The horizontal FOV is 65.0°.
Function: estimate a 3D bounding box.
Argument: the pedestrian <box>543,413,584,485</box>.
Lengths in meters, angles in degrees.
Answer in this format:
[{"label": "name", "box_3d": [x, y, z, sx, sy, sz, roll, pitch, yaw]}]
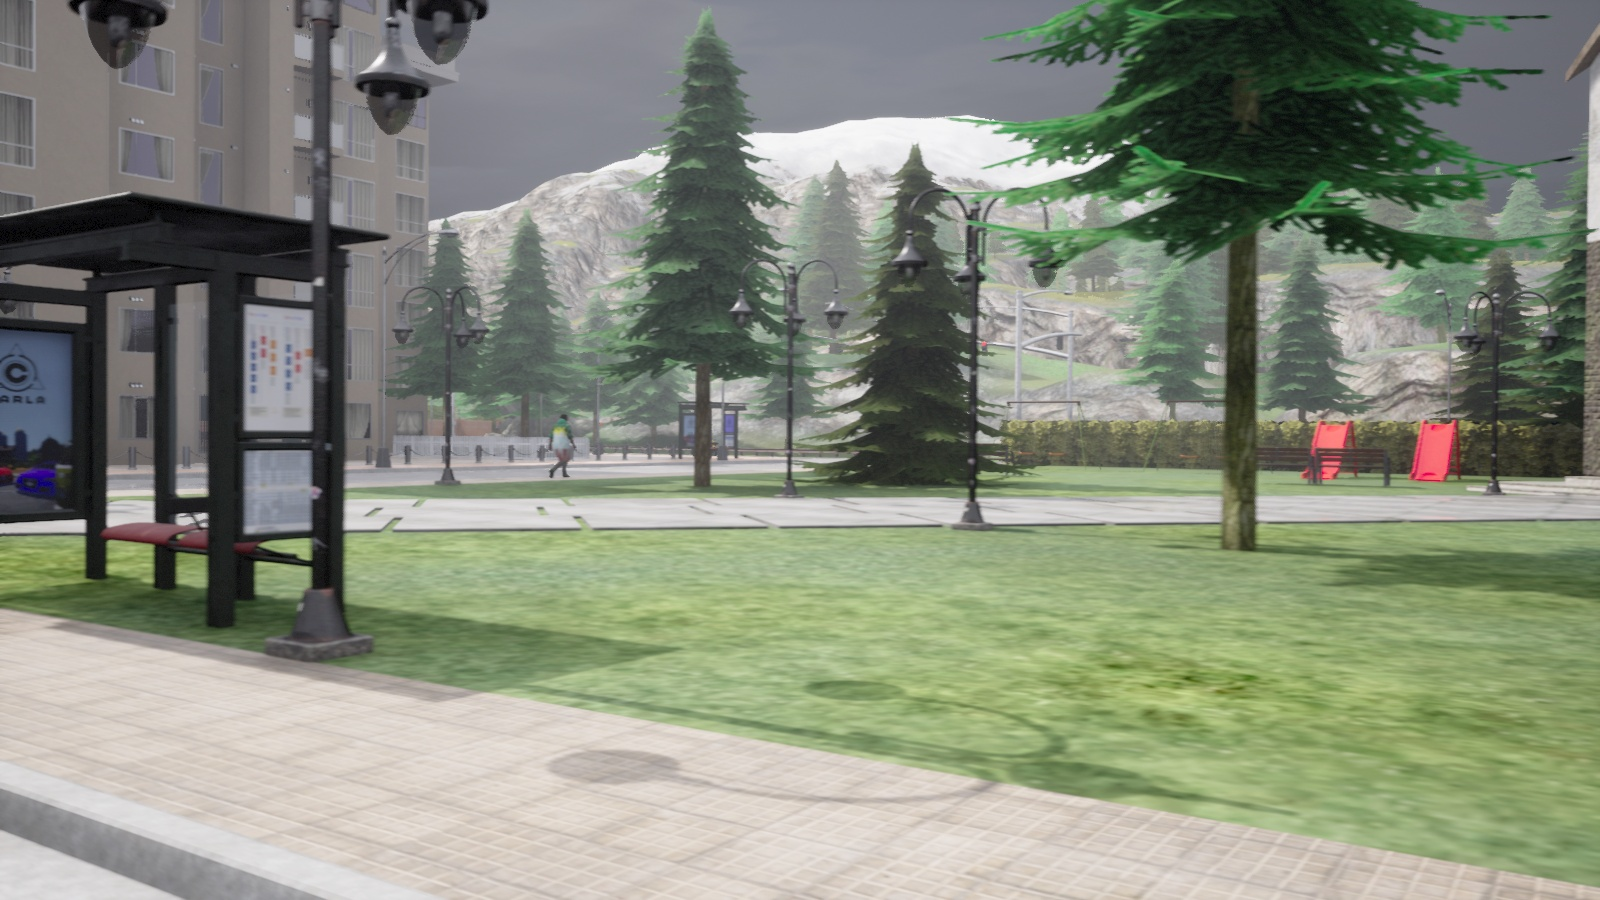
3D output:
[{"label": "pedestrian", "box_3d": [-6.550, -0.039, 34.820, 0.659, 1.952, 0.873, 0, 1, 33]}]
